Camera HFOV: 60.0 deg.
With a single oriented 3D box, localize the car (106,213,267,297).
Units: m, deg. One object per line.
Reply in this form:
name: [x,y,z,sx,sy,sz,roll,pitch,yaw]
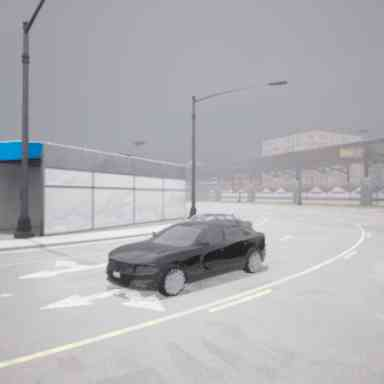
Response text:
car: [0.100,1.553,9.071,1.882,1.535,5.008,0,0,45]
